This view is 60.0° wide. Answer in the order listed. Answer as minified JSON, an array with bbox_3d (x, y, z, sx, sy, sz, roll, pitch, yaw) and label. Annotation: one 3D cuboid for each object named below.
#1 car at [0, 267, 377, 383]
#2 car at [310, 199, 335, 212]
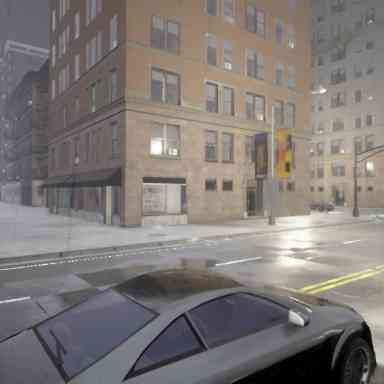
[{"bbox_3d":[0.162,1.564,3.575,4.181,1.385,1.994,0,0,-36],"label":"car"},{"bbox_3d":[14.078,1.552,38.147,1.994,1.385,4.181,0,0,-36],"label":"car"}]
